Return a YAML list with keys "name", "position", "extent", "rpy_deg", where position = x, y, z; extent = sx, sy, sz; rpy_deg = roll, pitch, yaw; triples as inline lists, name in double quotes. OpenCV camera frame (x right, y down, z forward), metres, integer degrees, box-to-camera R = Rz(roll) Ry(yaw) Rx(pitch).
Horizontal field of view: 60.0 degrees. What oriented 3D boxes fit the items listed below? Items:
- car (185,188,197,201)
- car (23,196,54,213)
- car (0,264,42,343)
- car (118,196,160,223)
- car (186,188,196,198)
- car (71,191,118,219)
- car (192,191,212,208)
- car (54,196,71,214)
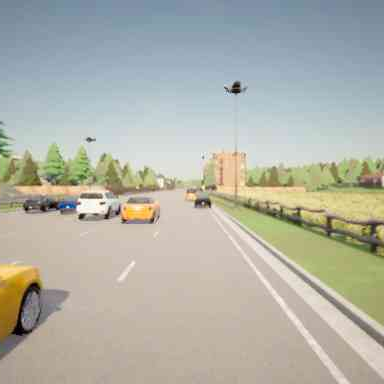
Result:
- name: "car"
  position: [-0.105, 0.628, 56.158]
  extent: [2.097, 1.767, 4.553]
  rpy_deg: [0, 1, 0]
- name: "car"
  position: [-13.906, 1.090, 31.121]
  extent: [2.128, 1.511, 4.902]
  rpy_deg: [0, 1, 0]
- name: "car"
  position: [-3.400, 1.430, 3.516]
  extent: [1.882, 1.535, 5.008]
  rpy_deg: [0, 1, 0]
- name: "car"
  position: [-3.405, 1.055, 22.861]
  extent: [2.097, 1.767, 4.553]
  rpy_deg: [0, 1, 0]
- name: "car"
  position: [-0.180, 0.196, 70.303]
  extent: [2.150, 2.045, 5.566]
  rpy_deg: [0, 1, 0]
- name: "car"
  position: [-6.906, 0.897, 25.165]
  extent: [2.150, 2.045, 5.566]
  rpy_deg: [0, 1, 0]
- name: "car"
  position: [1.215, 0.986, 38.116]
  extent: [1.882, 1.535, 5.008]
  rpy_deg: [0, 1, 0]
- name: "car"
  position: [-10.406, 1.085, 30.348]
  extent: [1.882, 1.535, 5.008]
  rpy_deg: [0, 1, 0]
